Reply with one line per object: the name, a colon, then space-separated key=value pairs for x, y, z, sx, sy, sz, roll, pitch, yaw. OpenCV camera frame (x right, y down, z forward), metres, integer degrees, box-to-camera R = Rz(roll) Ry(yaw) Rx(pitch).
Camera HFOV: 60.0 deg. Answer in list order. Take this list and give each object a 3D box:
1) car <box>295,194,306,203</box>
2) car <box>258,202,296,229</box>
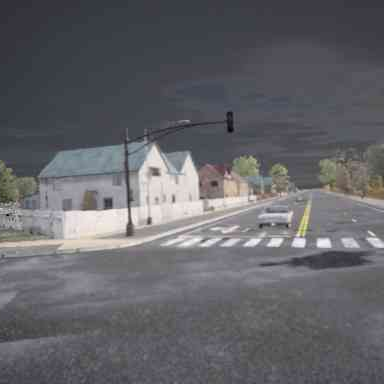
car: x=20.236 y=1.199 z=62.171 sx=2.128 sy=1.511 sz=4.902 roll=-3 pitch=-1 yaw=20
car: x=5.497 y=1.585 z=21.660 sx=1.895 sy=1.301 sz=4.718 roll=-3 pitch=-1 yaw=20
